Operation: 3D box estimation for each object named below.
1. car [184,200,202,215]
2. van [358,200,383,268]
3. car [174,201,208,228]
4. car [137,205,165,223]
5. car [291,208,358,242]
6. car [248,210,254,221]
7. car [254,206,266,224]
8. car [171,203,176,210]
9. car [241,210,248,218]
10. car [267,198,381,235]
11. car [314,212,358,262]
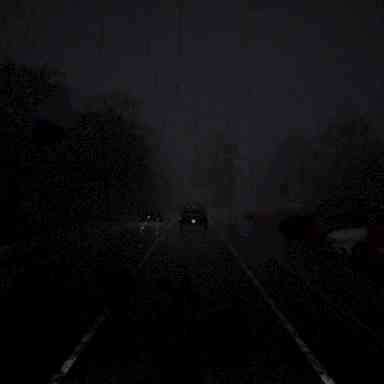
[{"bbox_3d":[0.103,1.879,42.268,2.097,1.767,4.553,0,-1,0],"label":"car"},{"bbox_3d":[7.192,1.293,8.854,4.442,1.987,1.878,0,0,0],"label":"van"},{"bbox_3d":[0.101,1.640,23.278,2.128,1.511,4.902,0,-1,0],"label":"car"},{"bbox_3d":[-3.344,1.773,27.661,1.994,1.385,4.181,0,-1,0],"label":"car"},{"bbox_3d":[7.108,1.579,14.404,4.792,1.488,2.163,0,0,0],"label":"car"},{"bbox_3d":[7.091,1.637,25.501,4.892,1.521,2.231,0,-1,0],"label":"car"},{"bbox_3d":[7.090,1.605,22.729,5.008,1.535,2.097,0,0,0],"label":"car"},{"bbox_3d":[-3.244,3.035,68.901,2.128,1.511,4.902,0,-2,0],"label":"car"},{"bbox_3d":[6.902,1.672,28.269,5.366,1.575,1.946,0,-1,0],"label":"car"},{"bbox_3d":[7.052,1.313,17.182,5.566,2.045,2.435,0,0,0],"label":"car"},{"bbox_3d":[7.080,1.574,11.628,4.674,1.452,2.002,0,0,0],"label":"car"}]
